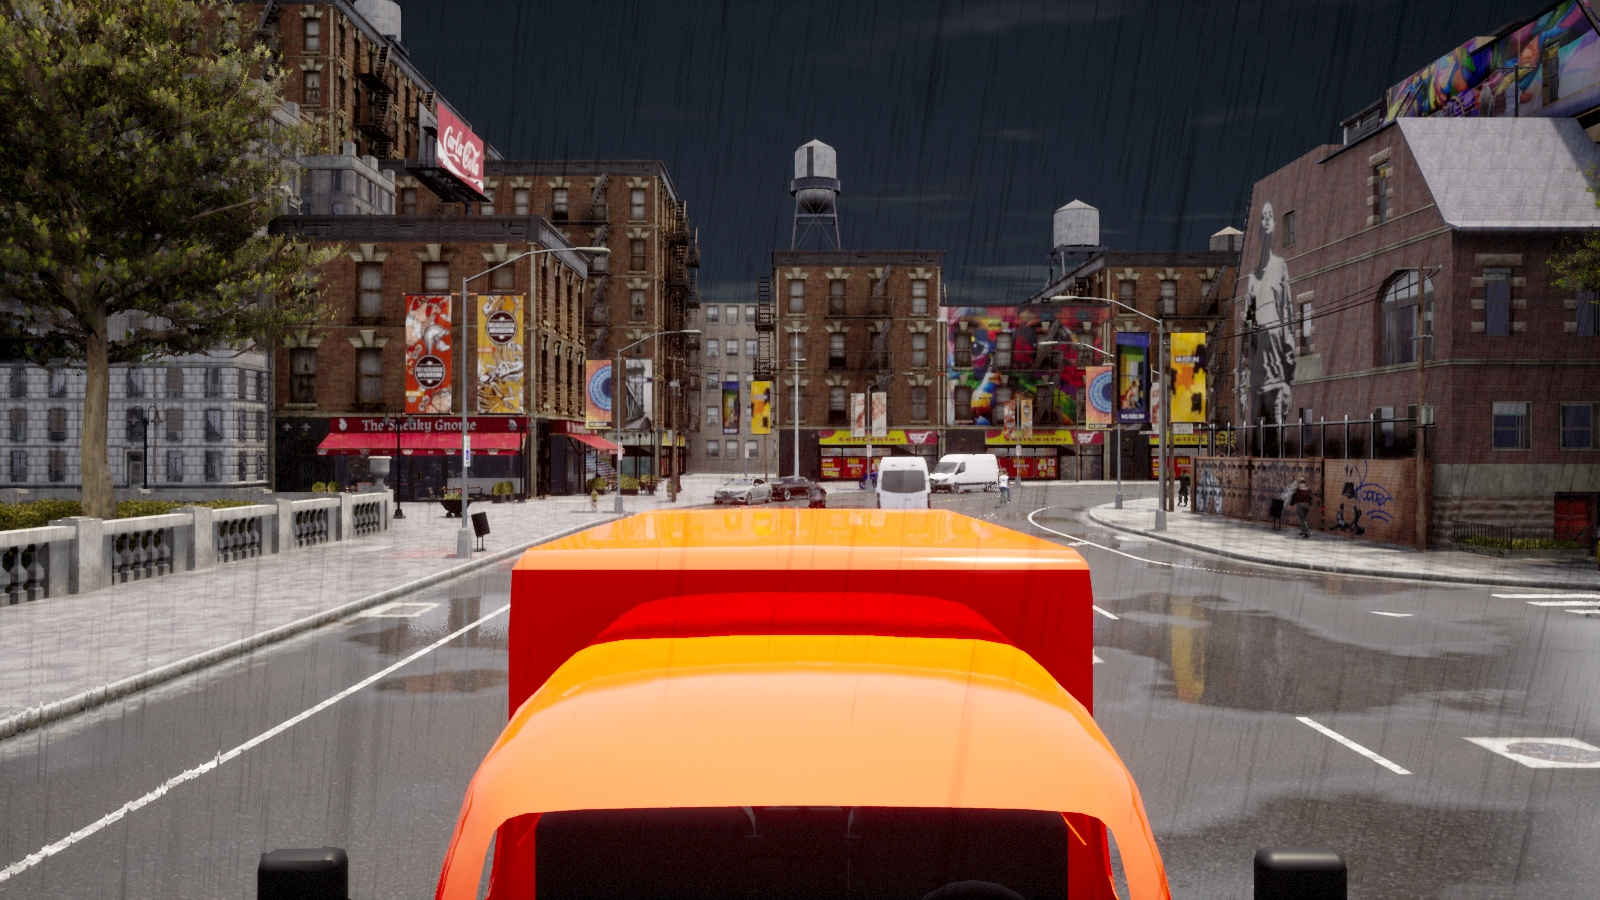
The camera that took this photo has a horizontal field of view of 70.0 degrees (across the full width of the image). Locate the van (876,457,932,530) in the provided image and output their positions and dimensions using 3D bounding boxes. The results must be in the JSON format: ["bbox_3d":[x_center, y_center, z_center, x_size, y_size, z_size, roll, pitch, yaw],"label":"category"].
[{"bbox_3d":[3.932,1.551,43.427,1.988,2.561,5.915,0,0,5],"label":"van"}]

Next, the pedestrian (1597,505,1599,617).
[{"bbox_3d":[13.524,1.857,18.930,0.375,1.860,0.375,0,0,0],"label":"pedestrian"}]

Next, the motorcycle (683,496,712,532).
[{"bbox_3d":[-3.576,2.229,39.974,0.803,1.145,2.033,0,0,0],"label":"motorcycle"}]

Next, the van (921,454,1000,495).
[{"bbox_3d":[10.587,1.563,75.082,5.915,2.561,1.988,0,0,-45],"label":"van"}]

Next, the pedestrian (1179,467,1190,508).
[{"bbox_3d":[17.769,1.717,52.778,0.375,1.860,0.375,0,0,-44],"label":"pedestrian"}]

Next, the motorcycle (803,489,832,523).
[{"bbox_3d":[0.719,2.223,45.931,0.867,1.251,2.209,0,0,8],"label":"motorcycle"}]

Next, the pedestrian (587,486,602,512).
[{"bbox_3d":[-8.781,2.095,48.912,0.500,1.100,0.500,0,0,10],"label":"pedestrian"}]

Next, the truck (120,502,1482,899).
[{"bbox_3d":[-0.002,1.571,4.805,2.627,2.467,5.204,0,0,0],"label":"truck"}]

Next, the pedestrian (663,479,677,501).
[{"bbox_3d":[-6.802,2.099,59.825,0.500,1.100,0.500,0,0,30],"label":"pedestrian"}]

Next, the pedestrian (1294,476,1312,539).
[{"bbox_3d":[15.036,1.710,34.134,0.375,1.860,0.375,0,0,0],"label":"pedestrian"}]
